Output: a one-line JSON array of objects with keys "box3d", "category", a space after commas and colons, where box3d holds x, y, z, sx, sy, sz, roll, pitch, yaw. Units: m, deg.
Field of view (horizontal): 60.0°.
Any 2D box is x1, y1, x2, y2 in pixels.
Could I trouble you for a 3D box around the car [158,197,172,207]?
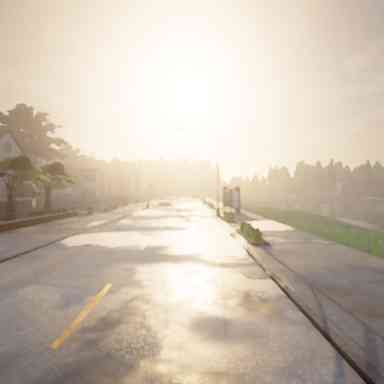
[{"box3d": [-4.075, 1.535, 51.166, 2.033, 1.411, 5.357, 0, 0, 0], "category": "car"}]
